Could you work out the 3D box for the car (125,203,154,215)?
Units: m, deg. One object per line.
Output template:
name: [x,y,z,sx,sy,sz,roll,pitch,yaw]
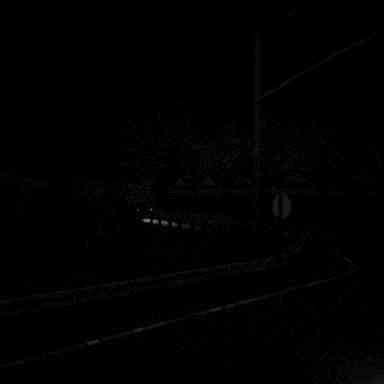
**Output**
car: [-5.651,1.763,32.968,1.895,1.301,4.718,0,0,-35]
